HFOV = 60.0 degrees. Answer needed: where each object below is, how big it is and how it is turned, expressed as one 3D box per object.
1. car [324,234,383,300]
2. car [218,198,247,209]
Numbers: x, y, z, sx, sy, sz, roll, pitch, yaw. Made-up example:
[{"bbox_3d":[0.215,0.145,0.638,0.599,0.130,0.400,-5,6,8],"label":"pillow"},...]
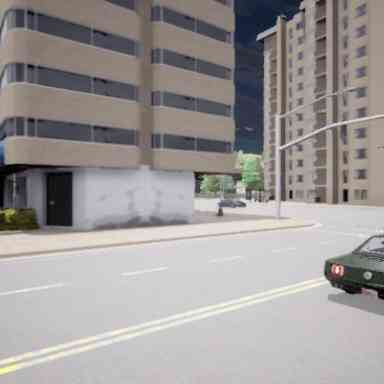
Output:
[{"bbox_3d":[5.115,1.587,7.443,4.718,1.301,1.895,0,0,-35],"label":"car"},{"bbox_3d":[5.498,1.511,45.213,1.994,1.385,4.181,0,0,-36],"label":"car"}]
